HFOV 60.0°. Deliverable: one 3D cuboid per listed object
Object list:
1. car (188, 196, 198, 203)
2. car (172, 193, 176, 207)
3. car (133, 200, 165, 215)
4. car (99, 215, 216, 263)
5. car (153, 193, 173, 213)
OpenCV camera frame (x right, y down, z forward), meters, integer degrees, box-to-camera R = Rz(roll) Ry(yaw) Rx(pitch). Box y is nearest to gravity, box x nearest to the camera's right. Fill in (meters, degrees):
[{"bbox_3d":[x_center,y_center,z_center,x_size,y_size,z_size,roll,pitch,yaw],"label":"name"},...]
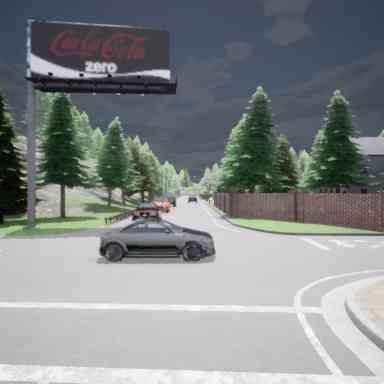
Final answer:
[{"bbox_3d":[0.150,1.505,68.785,1.837,1.490,4.892,0,0,0],"label":"car"},{"bbox_3d":[-3.546,1.222,50.757,2.150,2.045,5.566,0,0,0],"label":"car"},{"bbox_3d":[-3.553,1.564,26.821,1.994,1.385,4.181,0,0,-1],"label":"car"},{"bbox_3d":[-1.241,1.712,12.207,4.181,1.385,1.994,0,0,1],"label":"car"},{"bbox_3d":[-3.574,1.352,36.912,2.097,1.767,4.553,0,0,0],"label":"car"}]
